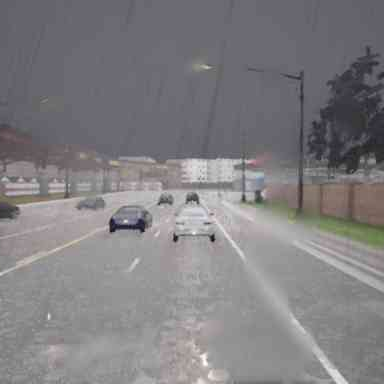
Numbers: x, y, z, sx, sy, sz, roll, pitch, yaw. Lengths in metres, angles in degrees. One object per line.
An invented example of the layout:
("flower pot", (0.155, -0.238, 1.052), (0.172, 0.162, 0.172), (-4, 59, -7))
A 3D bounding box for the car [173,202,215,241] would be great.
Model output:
("car", (0.089, 1.449, 16.184), (1.812, 1.442, 4.674), (0, 0, 0))

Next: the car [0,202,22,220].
("car", (-14.062, 1.383, 23.278), (2.033, 1.411, 5.357), (0, 1, 0))

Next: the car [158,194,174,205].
("car", (-3.426, 0.945, 43.898), (2.033, 1.411, 5.357), (0, 1, 0))

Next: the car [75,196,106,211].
("car", (-10.535, 1.164, 35.050), (2.033, 1.411, 5.357), (0, 1, 0))

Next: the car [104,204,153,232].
("car", (-3.413, 1.456, 19.156), (1.994, 1.385, 4.181), (0, 1, 0))

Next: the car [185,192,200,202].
("car", (0.072, 0.831, 46.699), (1.837, 1.490, 4.892), (0, 1, 0))
